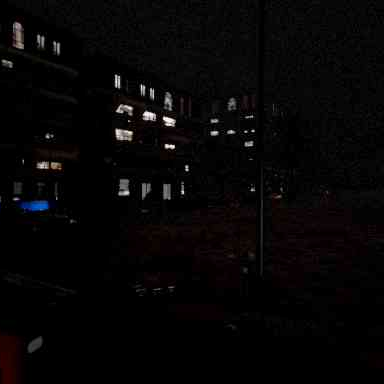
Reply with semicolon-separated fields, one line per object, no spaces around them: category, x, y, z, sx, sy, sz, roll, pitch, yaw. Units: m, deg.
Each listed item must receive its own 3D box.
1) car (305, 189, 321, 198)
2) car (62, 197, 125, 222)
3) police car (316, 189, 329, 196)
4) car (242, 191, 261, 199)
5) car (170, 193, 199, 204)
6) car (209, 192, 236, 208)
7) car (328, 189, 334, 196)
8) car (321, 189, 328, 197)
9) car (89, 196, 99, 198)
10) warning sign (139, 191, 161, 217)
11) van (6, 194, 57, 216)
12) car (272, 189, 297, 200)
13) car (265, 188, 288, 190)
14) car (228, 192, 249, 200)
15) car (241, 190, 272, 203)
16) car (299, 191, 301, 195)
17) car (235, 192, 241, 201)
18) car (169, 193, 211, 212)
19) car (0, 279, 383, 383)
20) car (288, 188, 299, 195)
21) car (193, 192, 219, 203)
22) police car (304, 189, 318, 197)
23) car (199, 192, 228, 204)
car;24.928;0.445;69.539;2.008;1.369;4.403;2;2;35
car;-6.746;1.328;23.734;1.947;1.339;4.313;2;2;35
police car;33.259;0.037;84.870;1.930;1.638;5.238;1;1;34
car;11.603;0.524;65.002;1.752;1.417;4.829;2;2;35
car;-0.969;0.909;46.821;1.947;1.339;4.313;2;2;35
car;2.756;1.050;37.474;2.008;1.369;4.403;2;2;35
car;34.430;0.077;83.277;1.967;1.590;4.097;2;2;35
car;28.094;0.359;74.118;2.008;1.369;4.403;2;2;35
car;-9.334;1.158;30.189;1.837;1.490;4.892;1;1;35
warning sign;-3.130;0.851;24.821;1.300;1.860;1.060;-1;0;35
van;-13.636;1.035;28.493;1.690;1.788;3.998;2;2;35
car;15.522;0.674;55.936;1.752;1.417;4.829;2;2;35
car;15.396;0.550;60.335;1.882;1.535;5.008;1;1;35
car;8.533;0.649;60.563;1.947;1.339;4.313;2;2;35
car;9.090;0.876;46.635;2.008;1.369;4.403;2;2;35
car;27.536;0.113;88.046;1.887;1.381;4.507;2;2;35
car;7.602;0.886;49.057;1.895;1.301;4.718;1;1;34
car;-0.412;1.131;32.893;1.887;1.381;4.507;2;2;35
car;-0.330;1.544;3.102;4.507;1.381;1.887;0;0;35
car;24.371;-0.031;83.459;2.192;1.841;5.009;2;2;35
car;2.198;0.807;51.401;2.008;1.369;4.403;2;2;35
police car;27.449;0.189;76.729;1.930;1.638;5.238;0;1;32
car;3.124;0.788;48.147;1.882;1.535;5.008;1;1;35
